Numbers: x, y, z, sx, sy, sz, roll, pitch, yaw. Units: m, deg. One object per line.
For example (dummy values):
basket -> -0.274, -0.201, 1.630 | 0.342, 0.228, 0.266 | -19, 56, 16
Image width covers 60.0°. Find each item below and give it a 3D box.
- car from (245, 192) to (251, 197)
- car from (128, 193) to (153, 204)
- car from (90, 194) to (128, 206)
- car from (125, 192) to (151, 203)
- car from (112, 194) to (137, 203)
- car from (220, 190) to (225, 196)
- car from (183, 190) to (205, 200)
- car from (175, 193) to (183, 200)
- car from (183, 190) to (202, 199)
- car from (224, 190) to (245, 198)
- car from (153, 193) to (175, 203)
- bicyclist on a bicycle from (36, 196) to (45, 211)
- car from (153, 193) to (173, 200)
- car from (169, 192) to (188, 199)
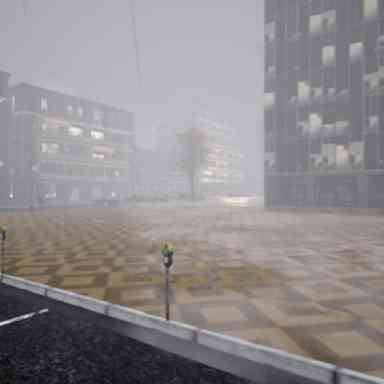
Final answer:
car -> 13.431, 0.638, 84.567 | 2.008, 1.369, 4.403 | 1, 1, 35
car -> -9.354, 1.118, 56.345 | 1.882, 1.535, 5.008 | 0, 1, 35
car -> -11.907, 1.324, 47.923 | 2.008, 1.369, 4.403 | 1, 2, 35
car -> -9.843, 0.935, 61.006 | 2.097, 1.767, 4.553 | 0, 1, 35
car -> -12.464, 1.145, 61.851 | 2.008, 1.369, 4.403 | 1, 2, 35
car -> 9.707, 0.311, 93.910 | 2.192, 1.841, 5.009 | 1, 2, 35
car -> 0.859, 0.951, 66.385 | 1.752, 1.417, 4.829 | 1, 2, 35
car -> -1.180, 0.925, 68.186 | 1.837, 1.490, 4.892 | 0, 1, 35
car -> 0.206, 0.566, 80.169 | 2.192, 1.841, 5.009 | 1, 2, 35
car -> 10.265, 0.723, 79.988 | 2.008, 1.369, 4.403 | 1, 1, 35
car -> -5.572, 1.151, 57.084 | 2.008, 1.369, 4.403 | 1, 2, 35
bicyclist on a bicycle -> -16.467, 1.268, 36.164 | 1.656, 1.620, 0.582 | 0, 1, 35
car -> -6.130, 0.988, 71.013 | 1.947, 1.339, 4.313 | 1, 2, 35
car -> -3.059, 0.864, 75.452 | 1.752, 1.417, 4.829 | 1, 2, 35
